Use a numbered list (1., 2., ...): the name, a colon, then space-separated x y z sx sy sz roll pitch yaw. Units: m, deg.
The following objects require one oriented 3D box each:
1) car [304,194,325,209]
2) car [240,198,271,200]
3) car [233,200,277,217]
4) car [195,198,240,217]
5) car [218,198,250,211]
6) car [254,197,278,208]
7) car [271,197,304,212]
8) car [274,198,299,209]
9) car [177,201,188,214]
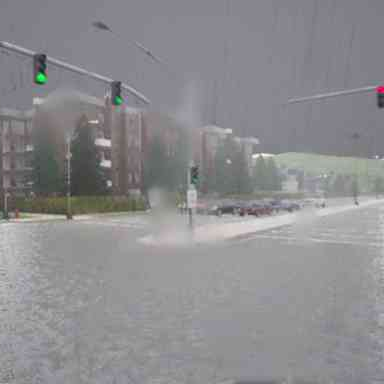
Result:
1. car: 17.704 1.317 48.552 2.150 2.045 5.566 -1 0 37
2. car: 7.805 1.624 40.577 1.837 1.490 4.892 0 0 35
3. car: 6.204 1.695 32.207 1.895 1.301 4.718 0 0 35
4. car: 2.568 1.471 33.117 2.097 1.767 4.553 0 0 35
5. car: 5.580 1.635 43.492 2.128 1.511 4.902 0 0 35
6. car: 11.590 1.622 52.024 1.882 1.535 5.008 0 0 35
7. car: 11.406 1.621 39.613 1.812 1.442 4.674 0 0 35
8. car: 14.091 1.612 49.516 2.128 1.511 4.902 0 0 35
9. car: 0.377 1.495 36.076 2.097 1.767 4.553 0 0 35
